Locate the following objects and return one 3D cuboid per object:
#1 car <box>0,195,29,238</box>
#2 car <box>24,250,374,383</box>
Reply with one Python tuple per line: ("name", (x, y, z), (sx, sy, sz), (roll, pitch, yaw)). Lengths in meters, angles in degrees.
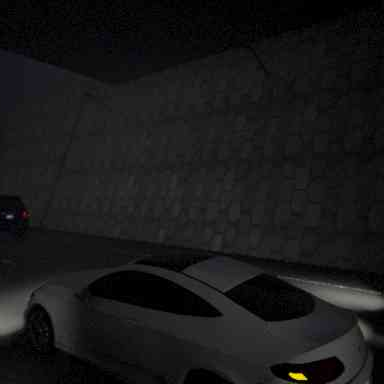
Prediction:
("car", (-10.143, 1.175, 16.265), (5.566, 2.045, 2.150), (0, 0, 38))
("car", (-0.316, 1.518, 4.304), (4.674, 1.442, 1.812), (0, 0, 38))
